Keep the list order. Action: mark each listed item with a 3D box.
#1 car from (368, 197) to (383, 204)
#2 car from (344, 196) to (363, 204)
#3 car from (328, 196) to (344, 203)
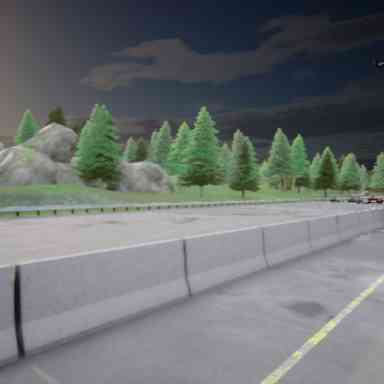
[{"bbox_3d":[34.146,1.588,61.797,1.895,1.301,4.718,1,1,40],"label":"car"},{"bbox_3d":[31.502,1.489,64.089,1.994,1.385,4.181,1,1,40],"label":"car"},{"bbox_3d":[28.818,1.476,66.336,1.895,1.301,4.718,1,1,40],"label":"car"}]
